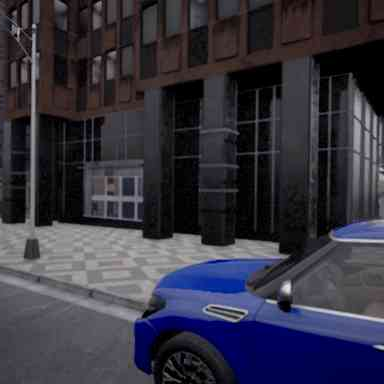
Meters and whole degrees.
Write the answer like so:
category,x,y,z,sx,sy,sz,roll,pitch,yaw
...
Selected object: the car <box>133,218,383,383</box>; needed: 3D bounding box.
category,x,y,z,sx,sy,sz,roll,pitch,yaw
car,2.004,1.226,2.918,5.566,2.045,2.150,0,0,35
